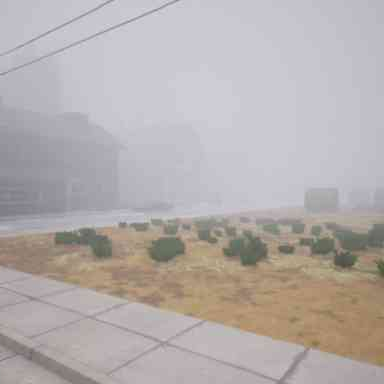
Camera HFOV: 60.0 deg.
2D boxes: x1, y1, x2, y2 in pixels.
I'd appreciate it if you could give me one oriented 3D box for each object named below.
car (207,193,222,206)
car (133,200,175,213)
[{"bbox_3d":[3.754,1.185,55.522,1.905,1.878,3.866,6,1,-8],"label":"car"},{"bbox_3d":[-4.124,1.579,36.969,2.033,1.411,5.357,0,0,35],"label":"car"}]
